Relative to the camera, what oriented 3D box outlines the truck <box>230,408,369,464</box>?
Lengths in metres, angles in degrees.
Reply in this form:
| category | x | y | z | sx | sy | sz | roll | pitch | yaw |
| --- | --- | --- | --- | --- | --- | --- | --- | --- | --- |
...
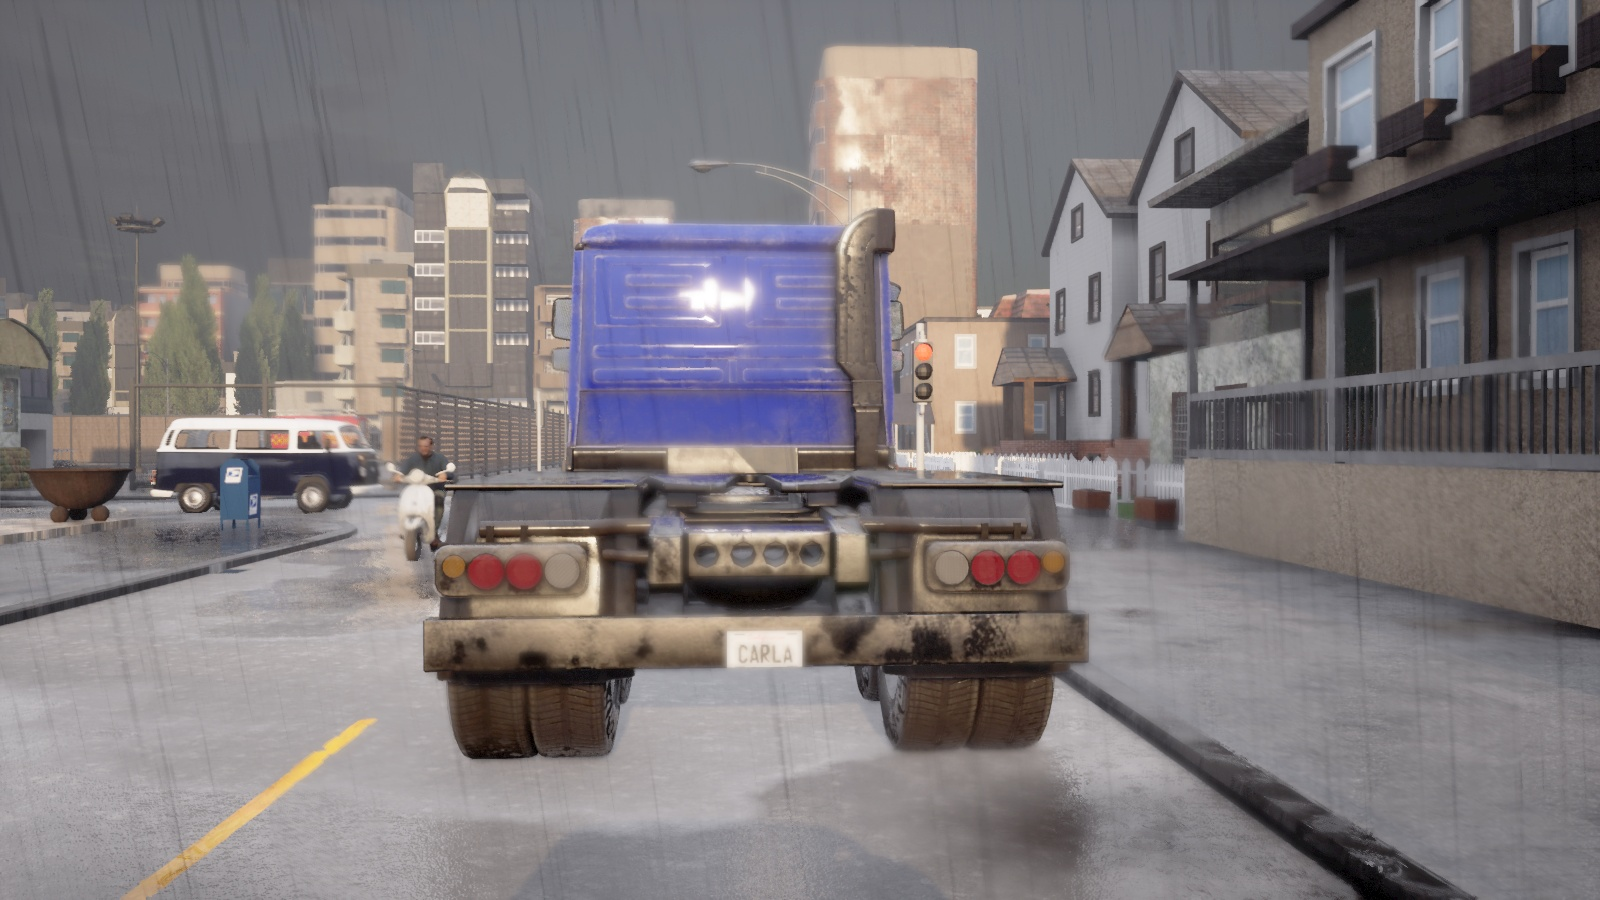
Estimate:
| category | x | y | z | sx | sy | sz | roll | pitch | yaw |
| --- | --- | --- | --- | --- | --- | --- | --- | --- | --- |
| truck | -34.798 | -0.940 | 87.533 | 8.468 | 3.827 | 2.891 | 0 | 0 | -3 |

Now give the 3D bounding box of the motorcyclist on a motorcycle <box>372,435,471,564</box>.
| category | x | y | z | sx | sy | sz | roll | pitch | yaw |
| --- | --- | --- | --- | --- | --- | --- | --- | --- | --- |
| motorcyclist on a motorcycle | -4.903 | 0.603 | 16.394 | 0.866 | 1.590 | 1.817 | 0 | 0 | -4 |

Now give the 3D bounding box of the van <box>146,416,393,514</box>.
| category | x | y | z | sx | sy | sz | roll | pitch | yaw |
| --- | --- | --- | --- | --- | --- | --- | --- | --- | --- |
| van | -11.354 | 0.308 | 27.131 | 4.480 | 2.038 | 2.069 | 0 | 0 | -2 |

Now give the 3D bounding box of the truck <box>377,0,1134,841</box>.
| category | x | y | z | sx | sy | sz | roll | pitch | yaw |
| --- | --- | --- | --- | --- | --- | --- | --- | --- | --- |
| truck | -0.432 | -0.285 | 8.765 | 2.891 | 3.462 | 7.936 | 0 | 0 | -4 |
